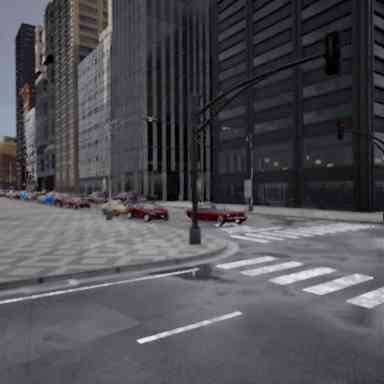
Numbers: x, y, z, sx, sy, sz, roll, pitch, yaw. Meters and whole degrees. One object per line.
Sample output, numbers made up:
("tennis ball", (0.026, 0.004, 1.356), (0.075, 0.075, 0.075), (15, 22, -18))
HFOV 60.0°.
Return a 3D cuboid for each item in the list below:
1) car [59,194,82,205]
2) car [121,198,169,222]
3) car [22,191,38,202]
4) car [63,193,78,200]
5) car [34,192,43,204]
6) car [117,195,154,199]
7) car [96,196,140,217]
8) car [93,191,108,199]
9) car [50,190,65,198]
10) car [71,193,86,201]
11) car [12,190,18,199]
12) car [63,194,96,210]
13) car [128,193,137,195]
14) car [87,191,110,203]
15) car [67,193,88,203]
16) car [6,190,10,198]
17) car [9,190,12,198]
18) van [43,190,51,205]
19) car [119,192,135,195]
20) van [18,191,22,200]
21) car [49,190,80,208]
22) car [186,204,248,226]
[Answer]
("car", (-18.823, 1.140, 51.449), (2.033, 1.411, 5.357), (-1, 1, -36))
("car", (-3.372, 1.431, 25.129), (1.887, 1.381, 4.507), (0, 1, -36))
("car", (-29.667, 0.917, 61.644), (1.967, 1.590, 4.097), (0, 1, -36))
("car", (-26.034, 0.879, 71.187), (1.887, 1.381, 4.507), (0, 1, -36))
("car", (-23.095, 1.140, 52.516), (2.008, 1.369, 4.403), (0, 1, -36))
("car", (-5.627, 1.358, 32.974), (1.994, 1.385, 4.181), (-1, 1, -36))
("car", (-6.561, 1.367, 29.555), (1.752, 1.417, 4.829), (0, 1, -36))
("car", (-14.213, 1.088, 50.278), (2.128, 1.511, 4.902), (-1, 1, -35))
("car", (-32.606, 0.534, 80.313), (2.192, 1.841, 5.009), (0, 1, -36))
("car", (-22.748, 0.974, 66.624), (1.802, 1.307, 4.206), (0, 1, -36))
("car", (-36.240, 0.678, 70.771), (2.192, 1.841, 5.009), (0, 1, -36))
("car", (-13.233, 1.290, 38.822), (1.887, 1.381, 4.507), (0, 1, -36))
("car", (-6.314, 1.225, 43.802), (1.947, 1.339, 4.313), (0, 1, -36))
("car", (-16.173, 0.819, 57.493), (2.192, 1.841, 5.009), (0, 1, -36))
("car", (-20.193, 0.991, 58.497), (2.128, 1.511, 4.902), (-1, 1, -36))
("car", (-42.815, 0.791, 79.901), (1.887, 1.381, 4.507), (0, 1, -36))
("car", (-39.529, 0.856, 75.337), (2.008, 1.369, 4.403), (0, 1, -36))
("van", (-19.807, 0.984, 47.950), (1.690, 1.788, 3.998), (0, 1, -36))
("car", (-9.600, 0.924, 48.365), (2.192, 1.841, 5.009), (0, 1, -36))
("van", (-32.953, 0.761, 66.207), (1.690, 1.788, 3.998), (0, 1, -36))
("car", (-16.519, 1.010, 43.385), (2.192, 1.841, 5.009), (0, 1, -36))
("car", (1.632, 1.497, 22.849), (1.895, 1.301, 4.718), (-1, 1, -35))
